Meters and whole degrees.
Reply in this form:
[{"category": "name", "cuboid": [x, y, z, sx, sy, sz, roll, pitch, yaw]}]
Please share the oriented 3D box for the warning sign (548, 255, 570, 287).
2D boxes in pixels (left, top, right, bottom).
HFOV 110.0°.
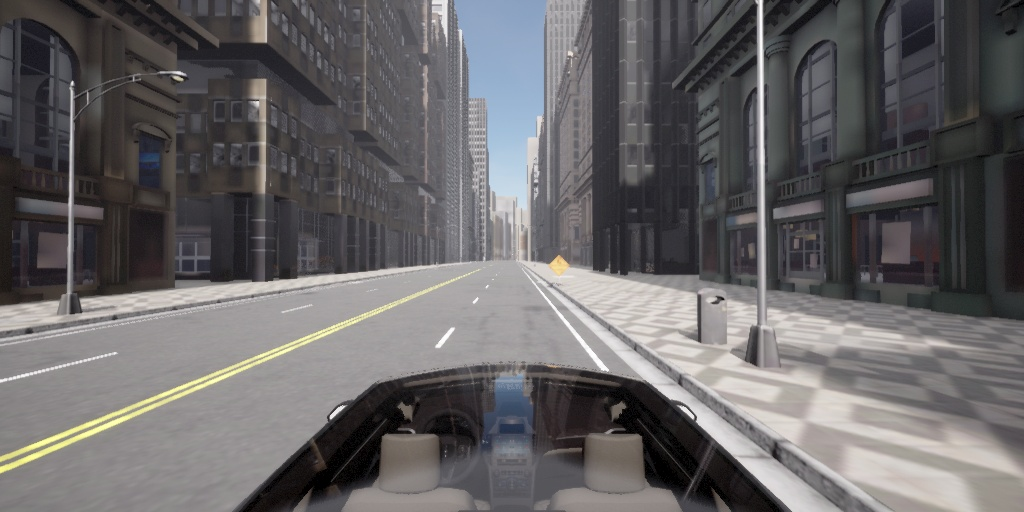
[{"category": "warning sign", "cuboid": [2.850, 0.870, 21.600, 1.300, 1.860, 1.060, 0, 0, 0]}]
